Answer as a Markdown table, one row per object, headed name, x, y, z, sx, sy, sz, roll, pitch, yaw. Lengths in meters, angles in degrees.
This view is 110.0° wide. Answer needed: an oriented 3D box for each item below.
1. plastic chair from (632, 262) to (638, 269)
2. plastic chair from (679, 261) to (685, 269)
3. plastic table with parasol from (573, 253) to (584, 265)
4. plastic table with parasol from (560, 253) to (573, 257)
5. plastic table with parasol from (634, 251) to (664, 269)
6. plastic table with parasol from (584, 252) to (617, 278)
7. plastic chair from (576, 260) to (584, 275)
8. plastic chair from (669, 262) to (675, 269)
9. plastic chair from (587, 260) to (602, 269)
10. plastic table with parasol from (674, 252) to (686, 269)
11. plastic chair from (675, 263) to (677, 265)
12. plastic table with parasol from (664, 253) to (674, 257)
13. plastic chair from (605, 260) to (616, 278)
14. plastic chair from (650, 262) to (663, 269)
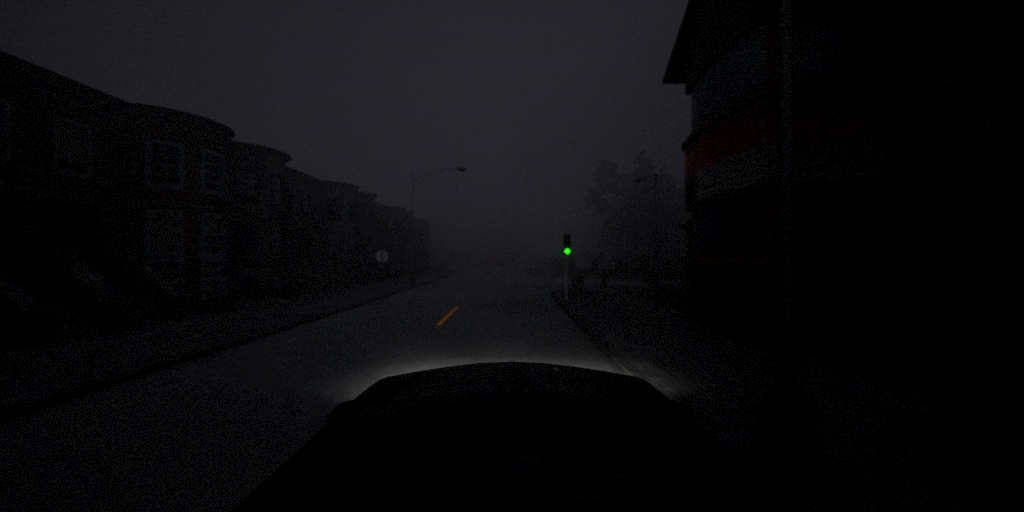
| name | x | y | z | sx | sy | sz | roll | pitch | yaw |
| --- | --- | --- | --- | --- | --- | --- | --- | --- | --- |
| plastic chair | 14.261 | 1.389 | 40.245 | 0.730 | 1.272 | 0.750 | 0 | 0 | -40 |
| plastic chair | 22.893 | 1.369 | 47.255 | 0.750 | 1.272 | 0.730 | 0 | 0 | -34 |
| plastic table with parasol | 9.620 | 0.776 | 44.477 | 2.482 | 2.480 | 2.482 | 0 | 0 | -40 |
| plastic table with parasol | 10.010 | 0.732 | 58.567 | 2.482 | 2.480 | 2.482 | 0 | 0 | -38 |
| plastic table with parasol | 15.291 | 0.775 | 40.989 | 2.482 | 2.480 | 2.482 | 0 | 0 | -40 |
| plastic table with parasol | 10.061 | 0.804 | 39.987 | 2.482 | 2.480 | 2.482 | 0 | 0 | -40 |
| plastic chair | 8.589 | 1.376 | 43.732 | 0.730 | 1.272 | 0.750 | 0 | 0 | -40 |
| plastic chair | 19.144 | 1.380 | 44.026 | 0.750 | 1.272 | 0.730 | 0 | 0 | -35 |
| plastic chair | 9.031 | 1.406 | 39.242 | 0.730 | 1.272 | 0.750 | 0 | 0 | -40 |
| plastic table with parasol | 22.049 | 0.704 | 48.247 | 2.482 | 2.480 | 2.482 | 0 | 0 | -39 |
| plastic chair | 21.040 | 1.377 | 47.498 | 0.730 | 1.272 | 0.750 | 0 | 0 | -41 |
| plastic table with parasol | 18.256 | 0.750 | 44.978 | 2.482 | 2.480 | 2.482 | 0 | 0 | -42 |
| plastic chair | 10.964 | 1.406 | 39.014 | 0.750 | 1.272 | 0.730 | 0 | 0 | -35 |
| plastic chair | 16.193 | 1.377 | 40.016 | 0.750 | 1.272 | 0.730 | 0 | 0 | -35 |
